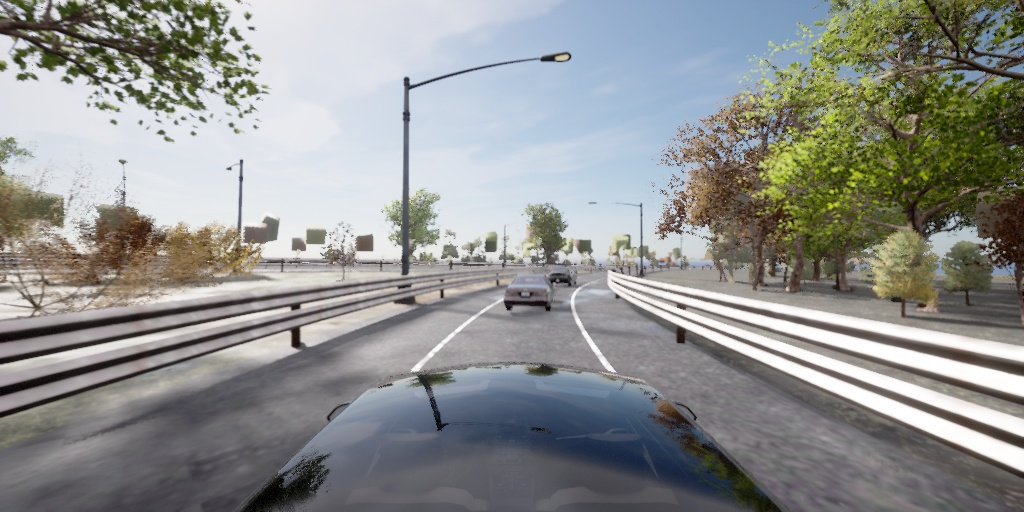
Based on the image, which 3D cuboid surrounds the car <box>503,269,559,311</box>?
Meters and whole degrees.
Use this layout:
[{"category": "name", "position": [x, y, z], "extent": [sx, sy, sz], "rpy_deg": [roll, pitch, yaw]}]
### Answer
[{"category": "car", "position": [0.855, 1.470, 15.469], "extent": [2.033, 1.411, 5.357], "rpy_deg": [0, -1, 8]}]

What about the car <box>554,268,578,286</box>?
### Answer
[{"category": "car", "position": [4.308, 1.705, 30.065], "extent": [1.837, 1.490, 4.892], "rpy_deg": [0, -1, 18]}]
